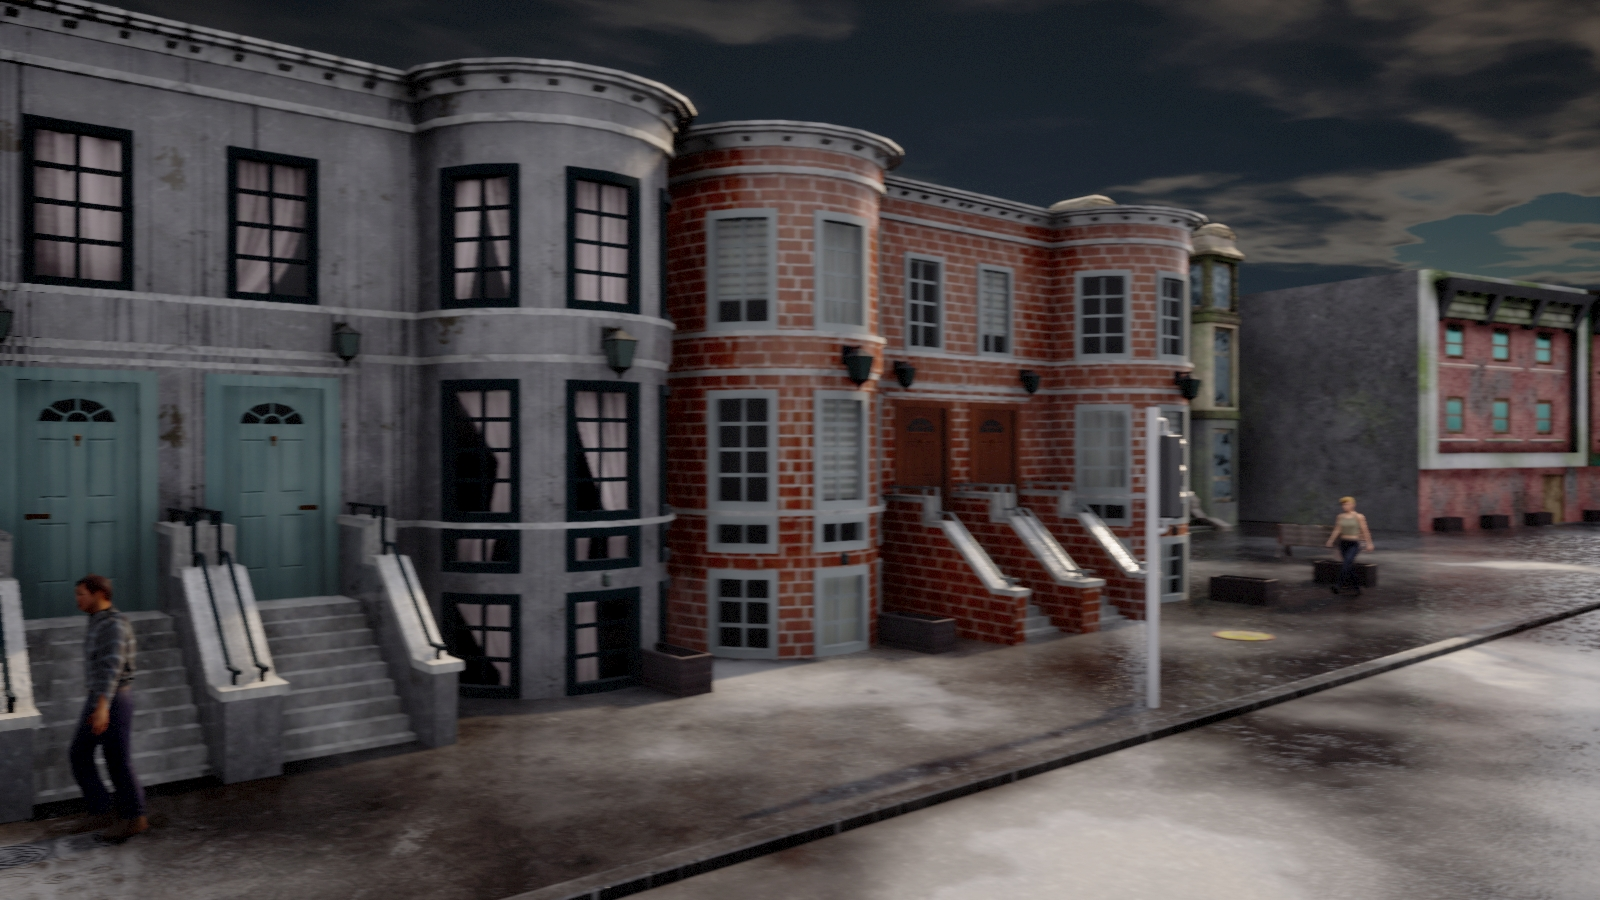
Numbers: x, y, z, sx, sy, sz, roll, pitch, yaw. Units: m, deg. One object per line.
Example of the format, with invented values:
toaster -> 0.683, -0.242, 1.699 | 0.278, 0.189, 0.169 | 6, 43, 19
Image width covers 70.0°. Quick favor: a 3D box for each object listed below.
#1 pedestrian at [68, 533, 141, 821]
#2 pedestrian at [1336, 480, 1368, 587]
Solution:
pedestrian -> -4.750, 1.519, 7.800 | 0.375, 1.860, 0.375 | 0, 0, -38
pedestrian -> 9.854, 1.479, 20.399 | 0.375, 1.860, 0.375 | 0, 0, -33
